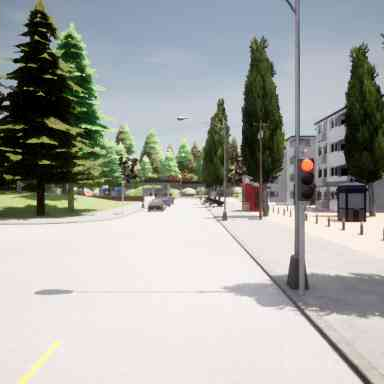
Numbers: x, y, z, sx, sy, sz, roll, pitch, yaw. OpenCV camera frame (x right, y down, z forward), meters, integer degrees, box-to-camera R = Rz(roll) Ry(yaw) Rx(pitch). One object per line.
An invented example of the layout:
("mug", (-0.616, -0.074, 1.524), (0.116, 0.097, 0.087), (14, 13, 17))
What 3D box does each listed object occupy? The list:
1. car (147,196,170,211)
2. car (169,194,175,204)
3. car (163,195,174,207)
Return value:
("car", (-4.172, 1.547, 40.101), (2.033, 1.411, 5.357), (0, 0, 0))
("car", (-4.148, 1.505, 60.031), (1.837, 1.490, 4.892), (0, 0, 0))
("car", (-4.176, 1.564, 50.039), (1.994, 1.385, 4.181), (0, 0, 0))
